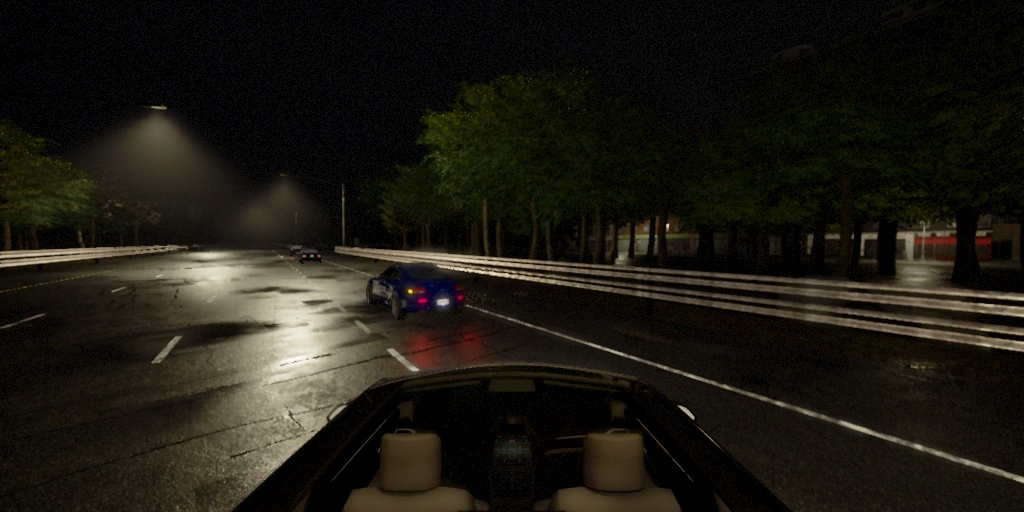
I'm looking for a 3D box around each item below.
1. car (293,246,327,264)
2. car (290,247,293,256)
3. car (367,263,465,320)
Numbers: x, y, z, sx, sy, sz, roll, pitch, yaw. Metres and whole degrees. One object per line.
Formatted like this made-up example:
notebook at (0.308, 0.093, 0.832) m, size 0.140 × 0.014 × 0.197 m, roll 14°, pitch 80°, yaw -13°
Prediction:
car at (-20.194, -0.037, 35.670) m, size 2.033 × 1.411 × 5.357 m, roll -1°, pitch 2°, yaw -35°
car at (-31.214, -0.755, 52.307) m, size 2.128 × 1.511 × 4.902 m, roll -1°, pitch 2°, yaw -30°
car at (-3.065, 0.930, 10.994) m, size 1.812 × 1.442 × 4.674 m, roll -1°, pitch 2°, yaw -35°
